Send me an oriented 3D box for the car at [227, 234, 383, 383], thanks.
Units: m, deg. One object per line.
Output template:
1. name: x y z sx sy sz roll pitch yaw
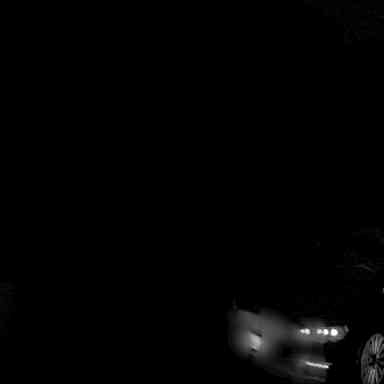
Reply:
1. car: 2.736 1.491 5.315 4.902 1.511 2.128 0 0 -35
